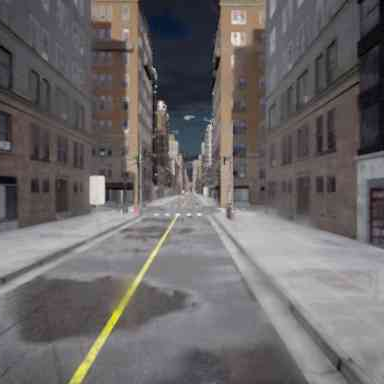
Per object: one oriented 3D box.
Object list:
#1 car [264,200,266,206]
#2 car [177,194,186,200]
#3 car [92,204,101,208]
[{"bbox_3d":[12.346,1.241,45.002,5.009,1.841,2.192,0,0,0],"label":"car"},{"bbox_3d":[-2.755,1.235,88.143,2.097,1.767,4.553,0,0,0],"label":"car"},{"bbox_3d":[-14.537,1.516,45.040,4.313,1.339,1.947,0,0,0],"label":"car"}]
